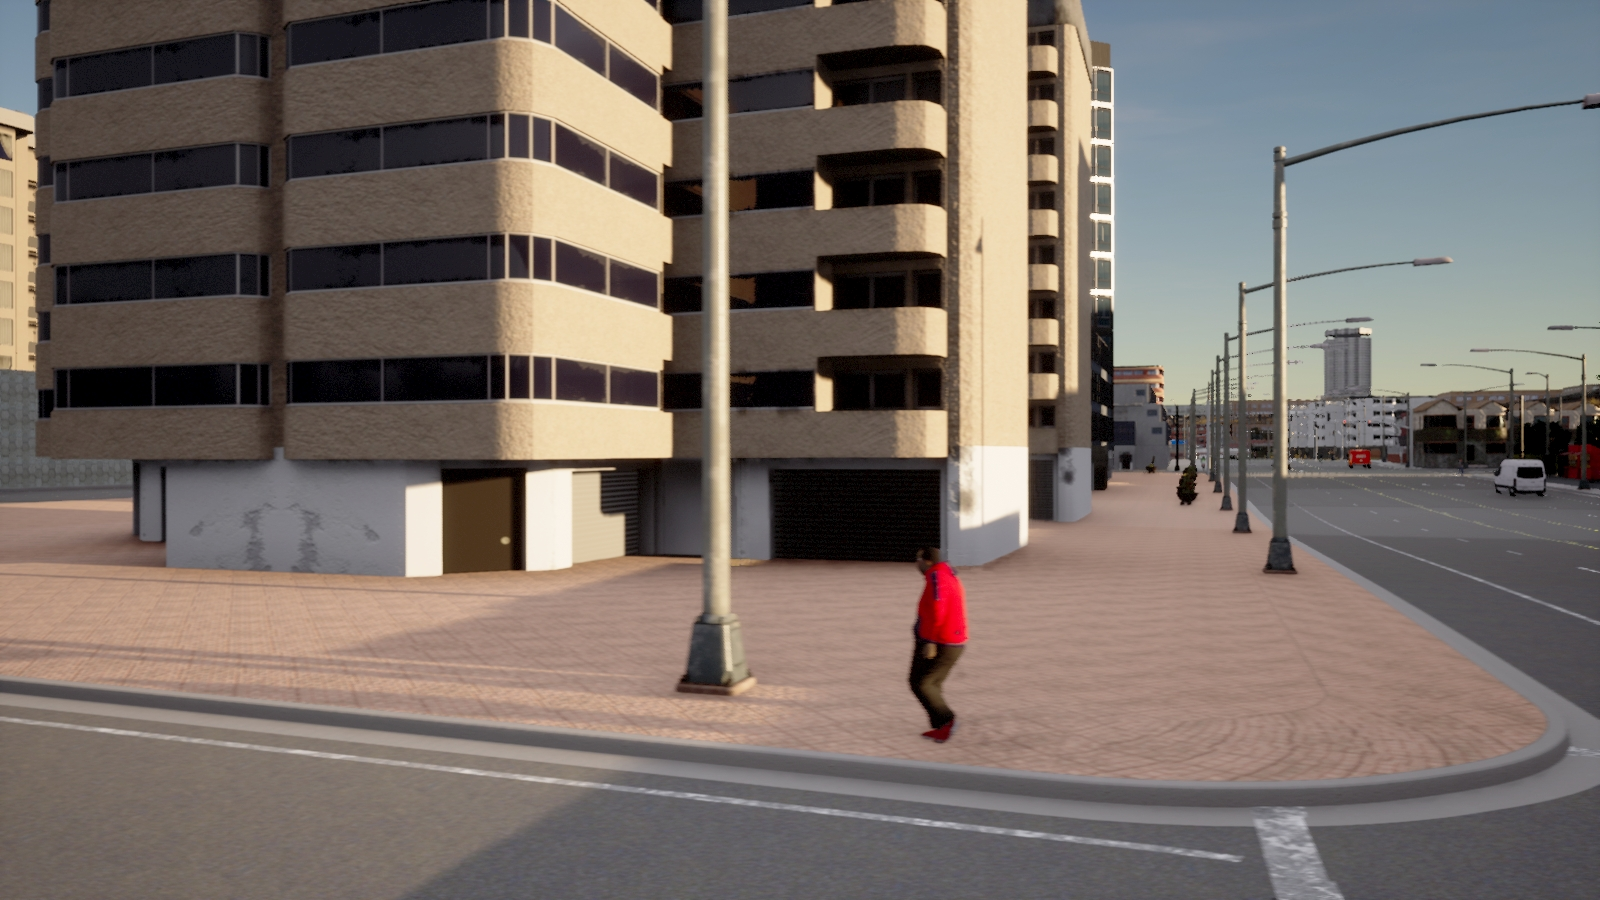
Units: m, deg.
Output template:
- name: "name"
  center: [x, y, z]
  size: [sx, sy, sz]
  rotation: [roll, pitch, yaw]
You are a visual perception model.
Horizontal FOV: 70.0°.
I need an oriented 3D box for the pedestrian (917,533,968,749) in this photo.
- name: "pedestrian"
  center: [1.282, 1.697, 10.275]
  size: [0.375, 1.860, 0.375]
  rotation: [0, 0, 20]
